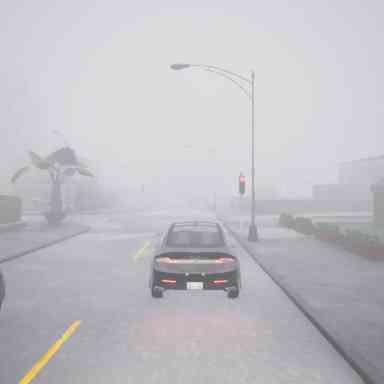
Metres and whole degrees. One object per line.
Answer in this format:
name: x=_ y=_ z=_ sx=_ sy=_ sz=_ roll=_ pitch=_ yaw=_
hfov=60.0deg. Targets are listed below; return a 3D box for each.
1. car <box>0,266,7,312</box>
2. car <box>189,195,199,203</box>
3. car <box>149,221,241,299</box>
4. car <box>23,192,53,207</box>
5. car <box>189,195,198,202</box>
car: x=-4.062 y=1.526 z=3.875 sx=1.812 sy=1.442 sz=4.674 roll=0 pitch=0 yaw=1
car: x=0.389 y=1.491 z=67.818 sx=2.128 sy=1.511 sz=4.902 roll=0 pitch=0 yaw=0
car: x=0.087 y=1.492 z=8.471 sx=2.128 sy=1.511 sz=4.902 roll=0 pitch=0 yaw=1
car: x=-19.576 y=0.986 z=42.937 sx=1.905 sy=1.878 sz=3.866 roll=0 pitch=0 yaw=35
car: x=0.347 y=1.525 z=80.629 sx=2.128 sy=1.511 sz=4.902 roll=0 pitch=0 yaw=0
